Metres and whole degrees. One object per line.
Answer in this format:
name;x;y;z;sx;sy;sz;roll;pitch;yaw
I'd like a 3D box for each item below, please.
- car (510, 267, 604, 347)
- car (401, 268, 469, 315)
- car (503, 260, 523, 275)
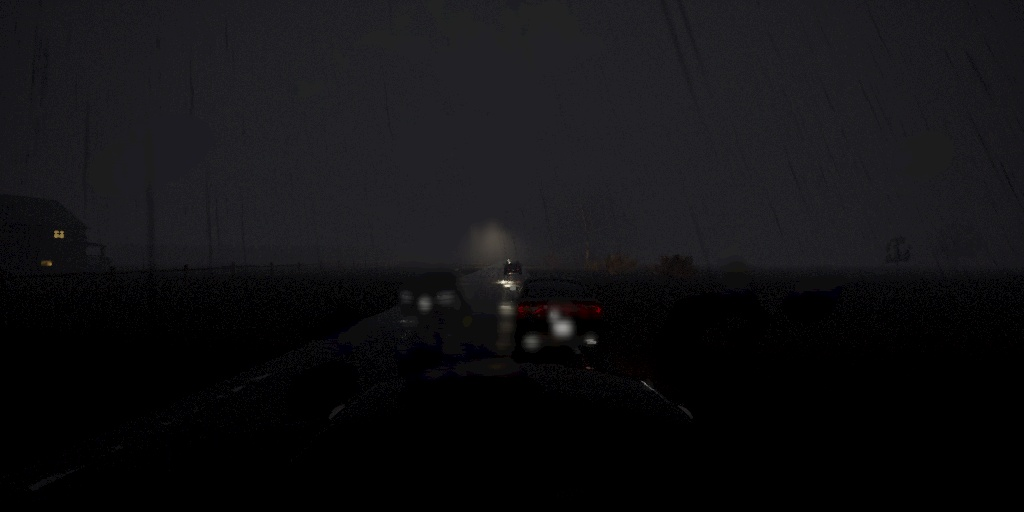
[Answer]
car;0.969;1.226;9.317;1.882;1.535;5.008;0;0;0
car;-2.743;1.252;13.716;1.837;1.490;4.892;0;0;0
car;0.101;1.234;38.678;2.128;1.511;4.902;0;0;0
